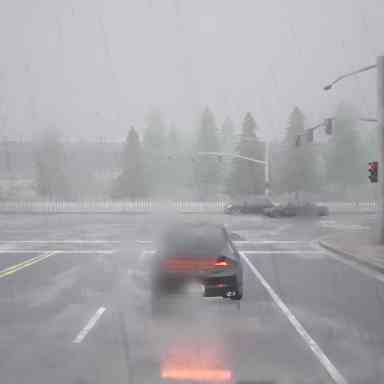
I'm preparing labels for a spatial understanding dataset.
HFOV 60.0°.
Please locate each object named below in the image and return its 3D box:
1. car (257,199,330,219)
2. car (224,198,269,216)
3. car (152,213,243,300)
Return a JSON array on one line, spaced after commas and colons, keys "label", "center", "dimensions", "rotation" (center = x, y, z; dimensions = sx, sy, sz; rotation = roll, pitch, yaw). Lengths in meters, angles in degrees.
[{"label": "car", "center": [8.408, 1.493, 27.367], "dimensions": [5.357, 1.411, 2.033], "rotation": [0, 0, 0]}, {"label": "car", "center": [5.303, 1.298, 30.885], "dimensions": [4.553, 1.767, 2.097], "rotation": [0, 0, 0]}, {"label": "car", "center": [0.172, 1.505, 8.401], "dimensions": [1.837, 1.490, 4.892], "rotation": [0, 0, 2]}]
